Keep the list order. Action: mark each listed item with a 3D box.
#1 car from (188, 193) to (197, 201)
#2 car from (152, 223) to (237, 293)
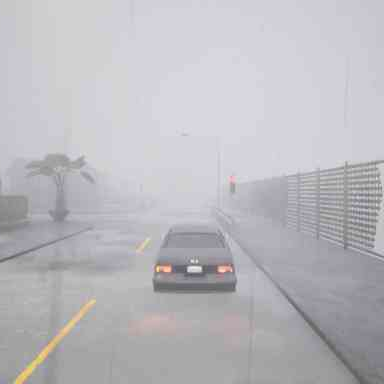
[{"bbox_3d":[0.090,1.188,87.058,2.150,2.045,5.566,0,0,0],"label":"car"},{"bbox_3d":[0.073,1.544,8.955,2.033,1.411,5.357,0,0,1],"label":"car"}]
